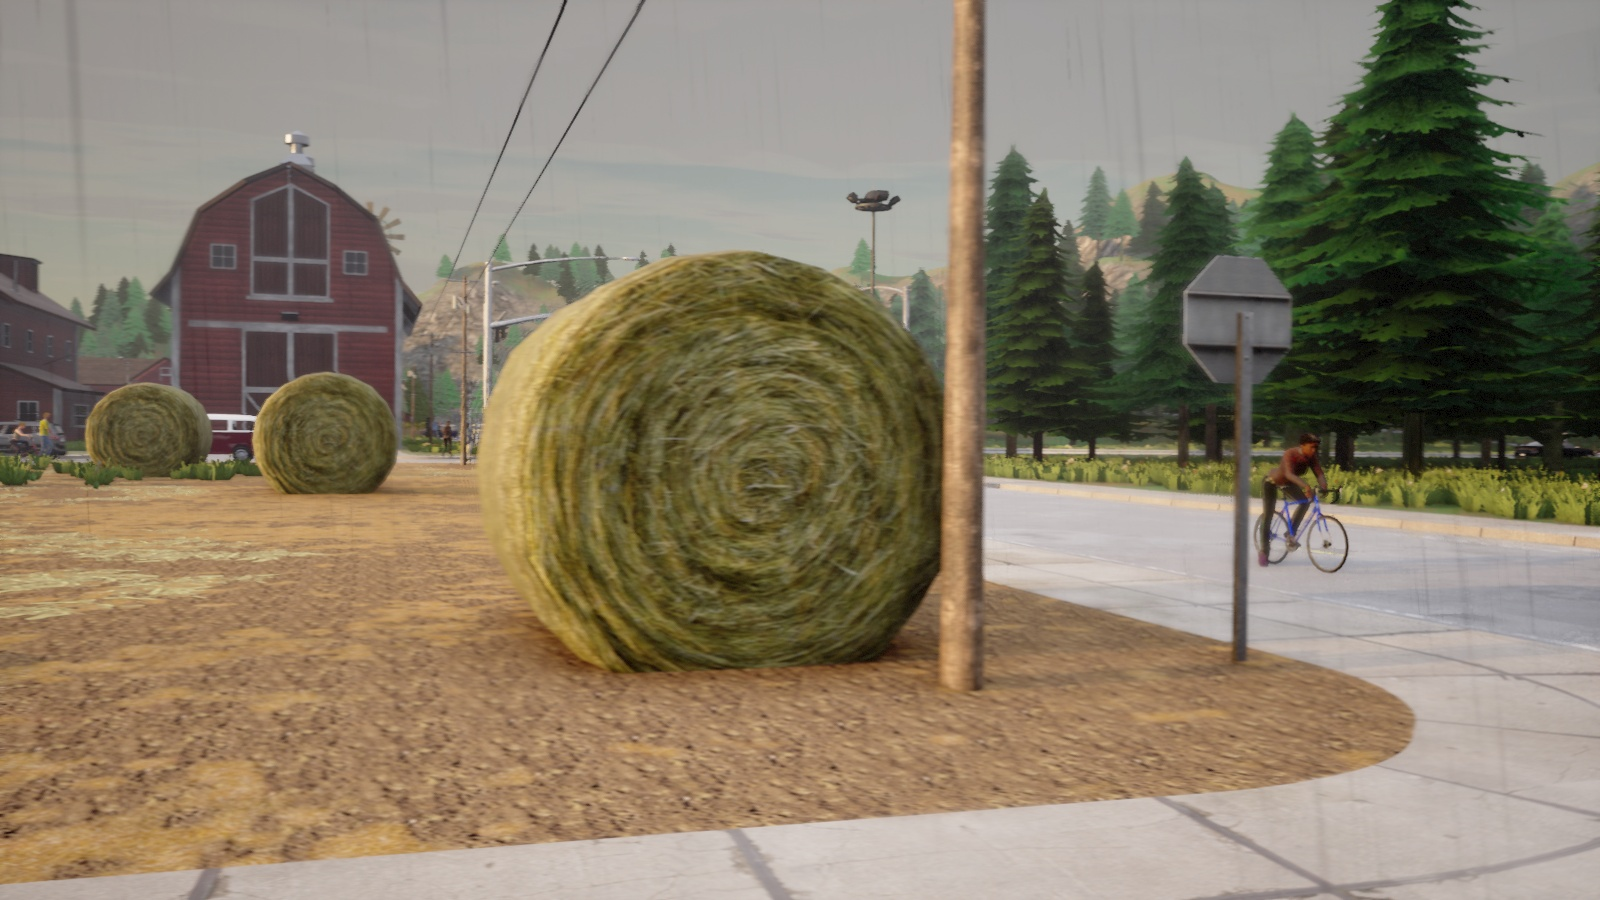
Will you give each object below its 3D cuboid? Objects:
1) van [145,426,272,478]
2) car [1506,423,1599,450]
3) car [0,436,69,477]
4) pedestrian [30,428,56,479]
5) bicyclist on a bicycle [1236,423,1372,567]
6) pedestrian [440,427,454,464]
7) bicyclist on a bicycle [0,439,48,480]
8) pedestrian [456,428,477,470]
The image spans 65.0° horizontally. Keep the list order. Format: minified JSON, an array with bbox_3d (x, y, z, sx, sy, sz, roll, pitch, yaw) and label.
[{"bbox_3d":[-24.288,0.044,51.738,4.480,2.038,2.069,-1,1,-19],"label":"van"},{"bbox_3d":[45.223,-0.838,75.469,5.008,1.535,1.882,-1,1,-17],"label":"car"},{"bbox_3d":[-33.318,0.263,52.281,4.611,1.667,2.242,-1,1,-19],"label":"car"},{"bbox_3d":[-27.209,0.113,45.161,0.706,1.836,0.354,-1,1,-43],"label":"pedestrian"},{"bbox_3d":[6.024,0.496,15.110,0.582,1.620,1.656,-1,1,-18],"label":"bicyclist on a bicycle"},{"bbox_3d":[-17.217,-0.234,61.216,0.328,1.805,0.869,-1,1,-40],"label":"pedestrian"},{"bbox_3d":[-30.639,0.366,49.513,1.509,1.612,0.866,-1,1,-19],"label":"bicyclist on a bicycle"},{"bbox_3d":[-14.938,-0.046,56.235,0.874,1.855,0.900,-1,1,-16],"label":"pedestrian"}]
